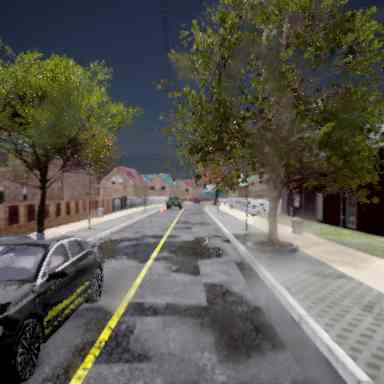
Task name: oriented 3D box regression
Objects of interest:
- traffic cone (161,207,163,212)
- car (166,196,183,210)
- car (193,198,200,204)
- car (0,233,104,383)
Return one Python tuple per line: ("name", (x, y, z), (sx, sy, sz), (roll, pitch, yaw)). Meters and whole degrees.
("traffic cone", (-3.849, 2.221, 42.114), (0.340, 0.580, 0.340), (0, -1, 0))
("car", (-2.637, 1.569, 50.423), (2.150, 2.045, 5.566), (0, -1, 2))
("car", (1.177, 2.327, 84.892), (1.837, 1.490, 4.892), (0, -1, 1))
("car", (-2.849, 1.509, 5.478), (2.128, 1.511, 4.902), (0, 0, 0))
